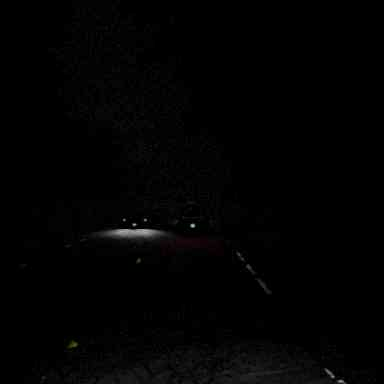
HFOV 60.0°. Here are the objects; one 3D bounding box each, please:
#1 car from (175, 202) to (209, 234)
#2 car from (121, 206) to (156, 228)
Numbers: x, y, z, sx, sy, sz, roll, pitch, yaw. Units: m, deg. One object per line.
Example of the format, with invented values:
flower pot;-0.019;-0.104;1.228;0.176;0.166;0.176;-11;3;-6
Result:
car;0.028;1.589;20.104;2.128;1.511;4.902;0;0;0
car;-3.593;1.666;23.323;2.033;1.411;5.357;0;0;0
